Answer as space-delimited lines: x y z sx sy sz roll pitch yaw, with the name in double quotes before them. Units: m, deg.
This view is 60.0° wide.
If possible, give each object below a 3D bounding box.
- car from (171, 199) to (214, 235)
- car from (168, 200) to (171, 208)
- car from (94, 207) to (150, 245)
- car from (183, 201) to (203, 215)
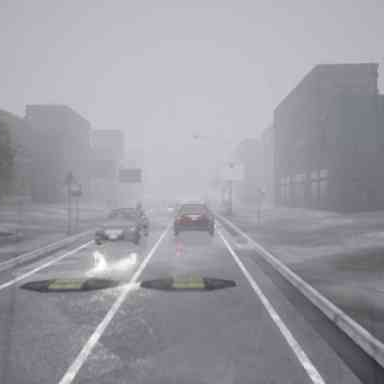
"car" 0.111 1.357 18.916 2.097 1.767 4.553 0 0 0
"car" -3.020 1.994 57.287 2.128 1.511 4.902 0 0 1
"car" -3.091 1.496 15.509 2.128 1.511 4.902 0 0 0
"car" 0.114 1.727 37.041 2.033 1.411 5.357 0 -1 0
